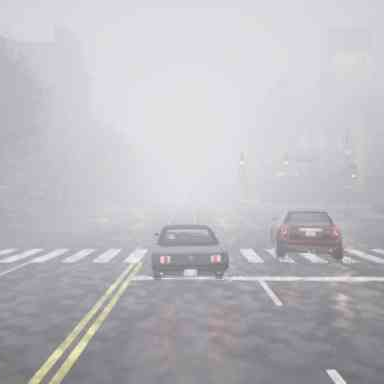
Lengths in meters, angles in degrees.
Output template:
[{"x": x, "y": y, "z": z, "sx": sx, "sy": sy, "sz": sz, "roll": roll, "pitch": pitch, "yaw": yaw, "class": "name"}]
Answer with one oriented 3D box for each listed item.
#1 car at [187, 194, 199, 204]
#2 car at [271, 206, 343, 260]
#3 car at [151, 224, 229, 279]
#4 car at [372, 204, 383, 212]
[{"x": 0.144, "y": 1.327, "z": 67.049, "sx": 2.150, "sy": 2.045, "sz": 5.566, "roll": 0, "pitch": 0, "yaw": 0, "class": "car"}, {"x": 4.231, "y": 1.371, "z": 12.826, "sx": 2.097, "sy": 1.767, "sz": 4.553, "roll": 0, "pitch": 0, "yaw": 11, "class": "car"}, {"x": -0.202, "y": 1.617, "z": 10.078, "sx": 1.895, "sy": 1.301, "sz": 4.718, "roll": 0, "pitch": 0, "yaw": -4, "class": "car"}, {"x": 23.104, "y": 1.606, "z": 37.002, "sx": 5.357, "sy": 1.411, "sz": 2.033, "roll": 0, "pitch": 0, "yaw": 1, "class": "car"}]
